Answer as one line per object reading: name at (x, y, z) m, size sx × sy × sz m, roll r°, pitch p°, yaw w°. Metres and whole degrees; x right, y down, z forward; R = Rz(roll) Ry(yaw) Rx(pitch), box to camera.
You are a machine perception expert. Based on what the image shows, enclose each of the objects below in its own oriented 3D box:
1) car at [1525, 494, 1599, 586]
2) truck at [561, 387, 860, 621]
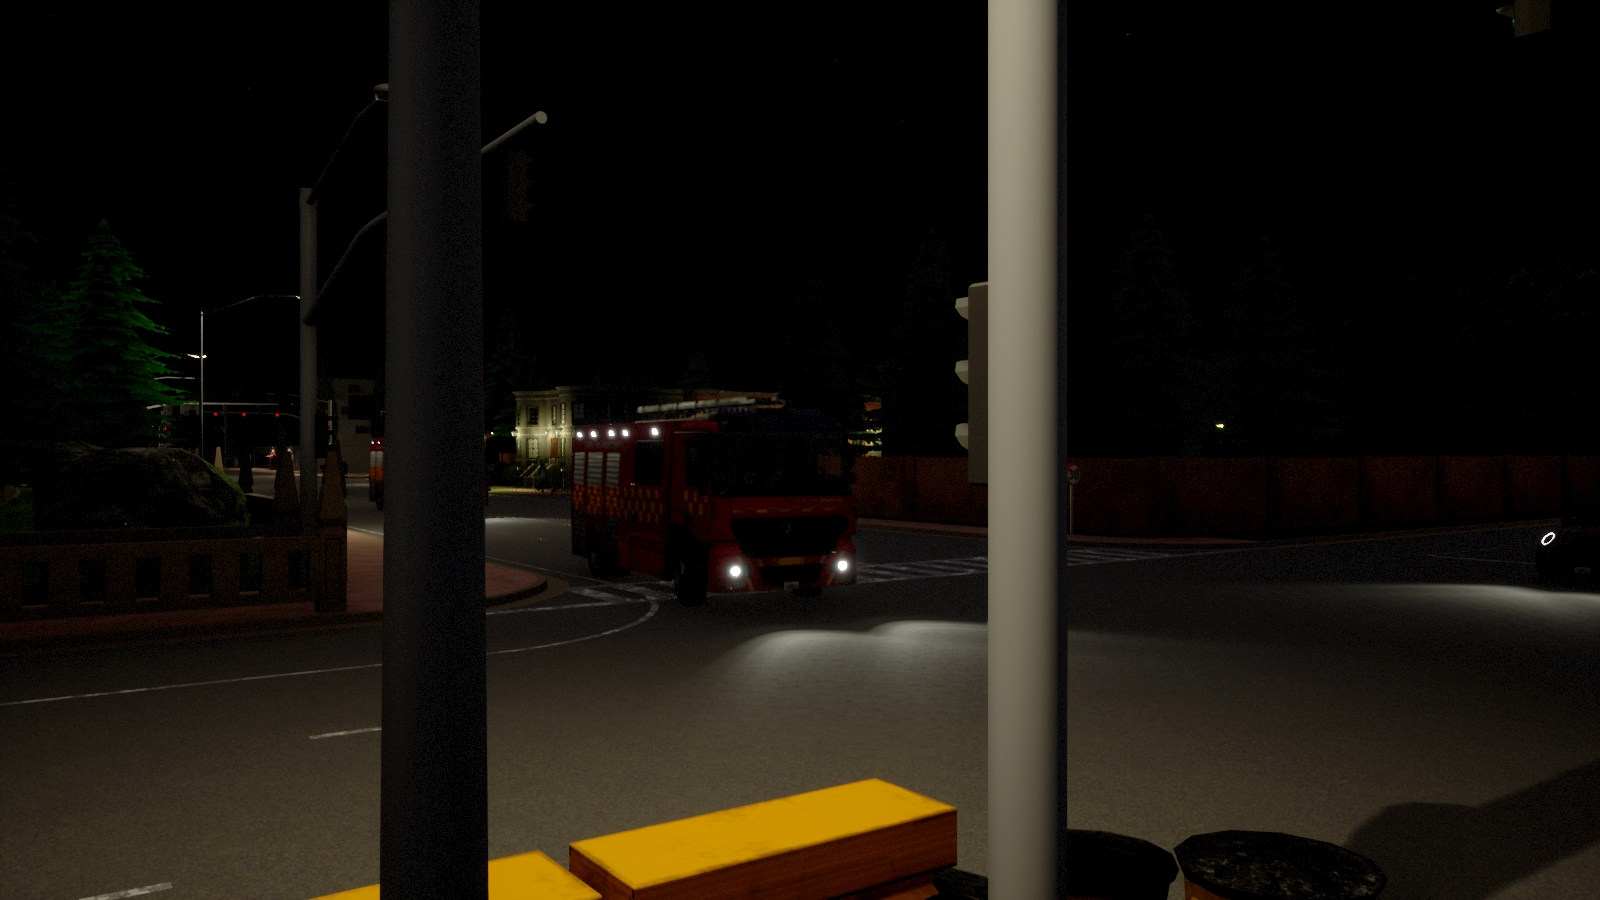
car at (18.010, 1.906, 24.946) m, size 4.553 × 1.767 × 2.097 m, roll 0°, pitch 0°, yaw -35°
truck at (-2.217, 0.890, 23.142) m, size 2.891 × 3.827 × 8.468 m, roll 0°, pitch 0°, yaw -28°
